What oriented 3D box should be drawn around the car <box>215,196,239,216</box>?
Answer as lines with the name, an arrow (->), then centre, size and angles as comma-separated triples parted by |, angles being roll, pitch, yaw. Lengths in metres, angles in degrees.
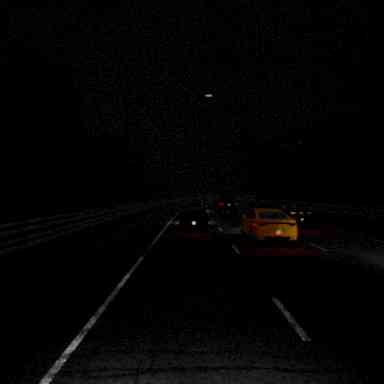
car -> 3.710, 1.394, 35.515 | 2.150, 2.045, 5.566 | 0, 0, 1

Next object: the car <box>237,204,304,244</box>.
car -> 3.609, 1.538, 16.321 | 1.882, 1.535, 5.008 | 0, 0, 0

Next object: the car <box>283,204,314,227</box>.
car -> 7.120, 1.591, 23.871 | 2.128, 1.511, 4.902 | 0, 0, 0

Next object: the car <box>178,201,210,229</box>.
car -> 0.115, 1.594, 22.068 | 1.837, 1.490, 4.892 | 0, 0, 0
